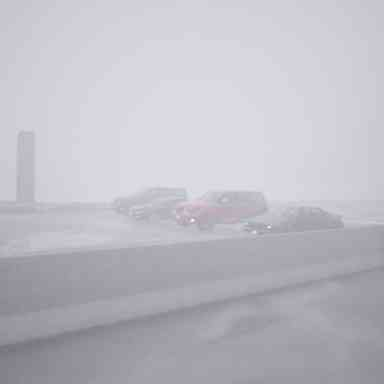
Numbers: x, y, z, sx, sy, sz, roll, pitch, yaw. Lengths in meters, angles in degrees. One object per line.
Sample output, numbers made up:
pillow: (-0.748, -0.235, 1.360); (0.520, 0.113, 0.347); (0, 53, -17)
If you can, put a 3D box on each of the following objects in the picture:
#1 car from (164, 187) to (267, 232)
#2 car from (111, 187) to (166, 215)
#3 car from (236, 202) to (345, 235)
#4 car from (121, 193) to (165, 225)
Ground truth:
car: (1.650, 0.896, 17.632); (5.566, 2.045, 2.150); (1, 1, -33)
car: (-2.739, 0.666, 23.135); (5.566, 2.045, 2.150); (1, 1, -33)
car: (4.914, 1.351, 15.598); (5.357, 1.411, 2.033); (1, 1, -33)
car: (-1.391, 1.053, 19.835); (4.892, 1.490, 1.837); (1, 1, -33)
